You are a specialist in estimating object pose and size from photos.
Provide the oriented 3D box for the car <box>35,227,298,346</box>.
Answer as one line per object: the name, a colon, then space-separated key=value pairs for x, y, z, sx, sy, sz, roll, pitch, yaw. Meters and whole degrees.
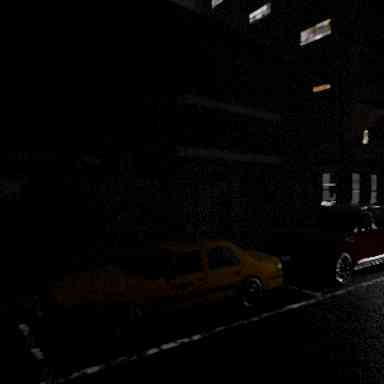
car: x=-0.295 y=1.524 z=6.334 sx=4.829 sy=1.417 sz=1.752 roll=0 pitch=1 yaw=-35

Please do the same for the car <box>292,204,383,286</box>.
car: x=4.382 y=1.311 z=9.663 sx=5.009 sy=1.841 sz=2.192 roll=0 pitch=1 yaw=-35
